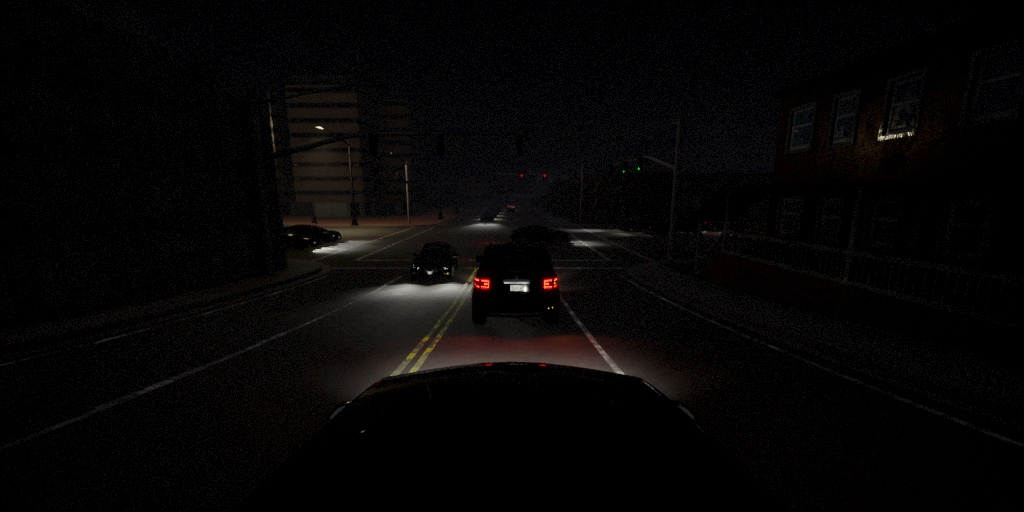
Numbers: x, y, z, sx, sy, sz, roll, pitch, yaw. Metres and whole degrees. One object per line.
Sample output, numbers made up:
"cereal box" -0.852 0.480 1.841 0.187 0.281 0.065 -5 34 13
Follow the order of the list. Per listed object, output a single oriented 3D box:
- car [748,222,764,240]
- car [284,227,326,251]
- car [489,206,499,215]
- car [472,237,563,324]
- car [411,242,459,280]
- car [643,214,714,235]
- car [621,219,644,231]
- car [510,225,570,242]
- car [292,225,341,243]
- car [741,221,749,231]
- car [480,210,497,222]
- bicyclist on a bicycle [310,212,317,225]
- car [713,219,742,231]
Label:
"car" 22.723 -1.778 29.569 4.892 1.490 1.837 0 10 0
"car" -16.400 -1.153 26.166 4.181 1.385 1.994 0 10 0
"car" -3.700 -7.435 62.835 1.812 1.442 4.674 0 10 0
"car" 0.067 0.604 10.709 2.150 2.045 5.566 0 4 -1
"car" -3.677 0.156 17.748 1.837 1.490 4.892 1 8 -4
"car" 16.890 -3.269 36.627 5.566 2.045 2.150 0 10 0
"car" 14.769 -3.487 40.154 4.718 1.301 1.895 0 10 0
"car" 2.301 -1.789 29.588 4.892 1.490 1.837 0 10 0
"car" -16.728 -1.799 29.606 4.892 1.490 1.837 0 10 0
"car" 26.686 -2.963 36.660 4.674 1.442 1.812 0 10 0
"car" -3.706 -5.868 54.088 1.895 1.301 4.718 0 10 0
"bicyclist on a bicycle" -25.360 -4.774 45.829 0.582 1.620 1.656 0 10 0
"car" 23.847 -3.554 40.110 4.674 1.442 1.812 0 10 0
